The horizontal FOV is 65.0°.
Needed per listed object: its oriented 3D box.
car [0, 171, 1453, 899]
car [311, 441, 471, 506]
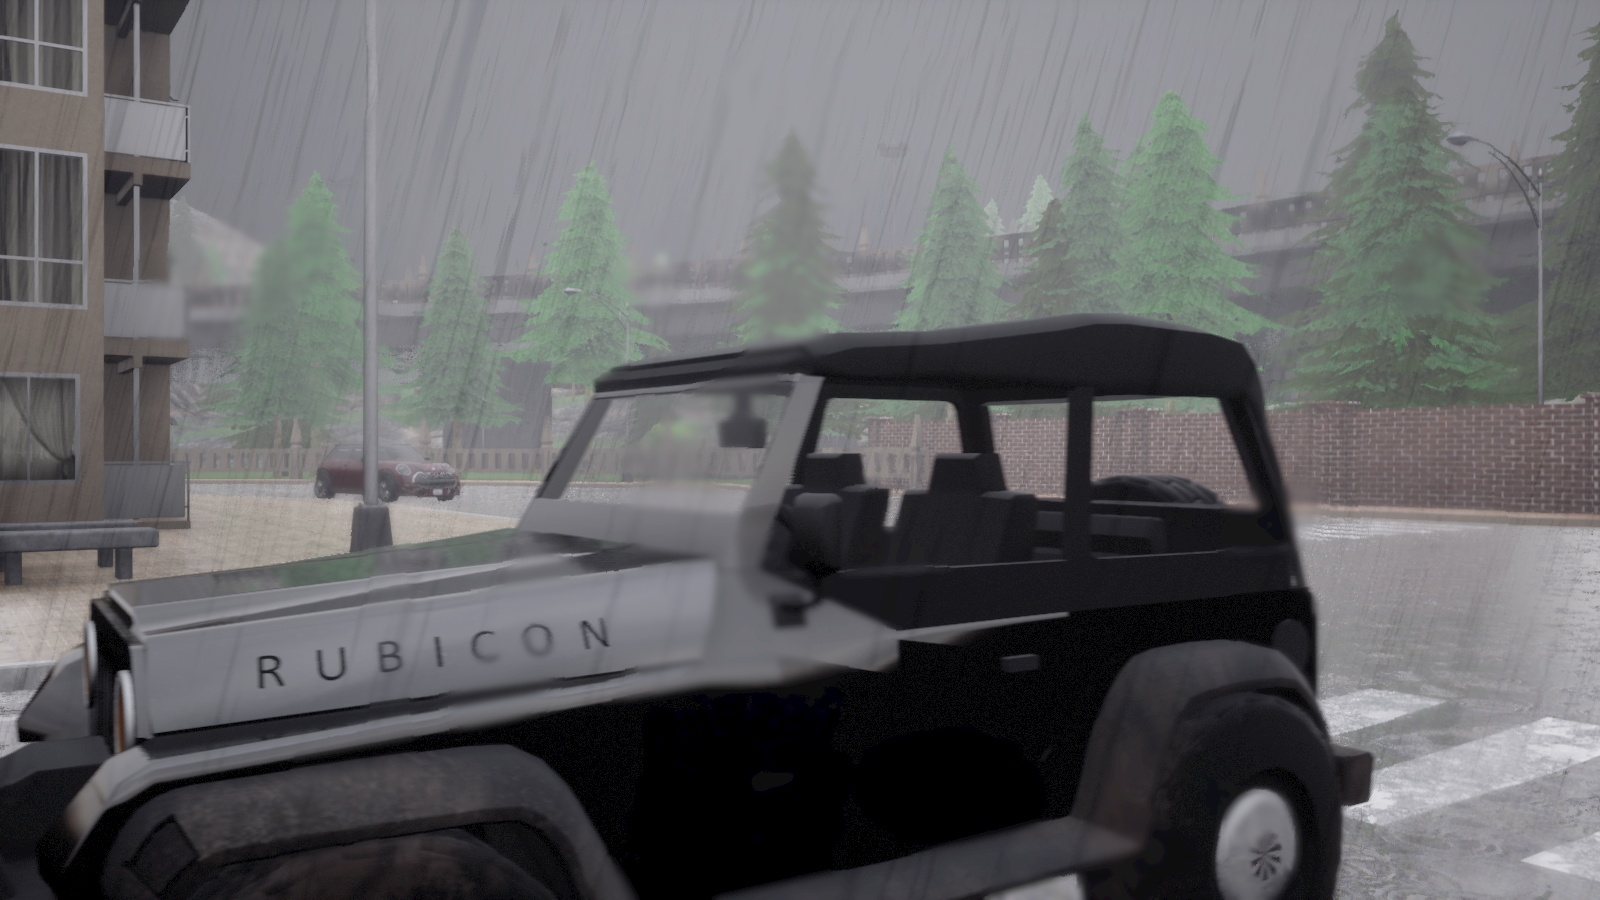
[{"bbox_3d":[-0.162,0.545,3.537,3.866,1.878,1.905,0,0,-33],"label":"car"},{"bbox_3d":[-11.731,0.636,35.917,4.553,1.767,2.097,0,0,37],"label":"car"}]
